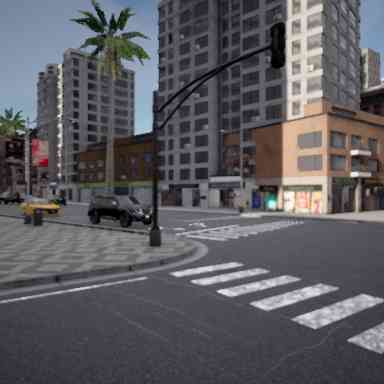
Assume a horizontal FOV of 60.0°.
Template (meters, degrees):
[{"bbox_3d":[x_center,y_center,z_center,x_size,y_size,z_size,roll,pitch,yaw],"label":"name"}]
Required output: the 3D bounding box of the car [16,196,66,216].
[{"bbox_3d":[-13.897,1.408,30.518,5.008,1.535,1.882,1,1,42],"label":"car"}]

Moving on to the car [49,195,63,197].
[{"bbox_3d":[-20.957,1.190,50.565,4.553,1.767,2.097,0,0,45],"label":"car"}]

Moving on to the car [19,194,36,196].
[{"bbox_3d":[-22.952,1.366,47.969,4.674,1.442,1.812,0,0,45],"label":"car"}]

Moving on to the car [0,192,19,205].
[{"bbox_3d":[-30.036,0.995,54.895,2.150,2.045,5.566,0,0,-44],"label":"car"}]

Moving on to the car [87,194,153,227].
[{"bbox_3d":[-4.939,1.200,22.816,5.566,2.045,2.150,0,0,40],"label":"car"}]

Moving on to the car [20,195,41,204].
[{"bbox_3d":[-27.993,1.276,57.456,1.837,1.490,4.892,0,0,-44],"label":"car"}]
